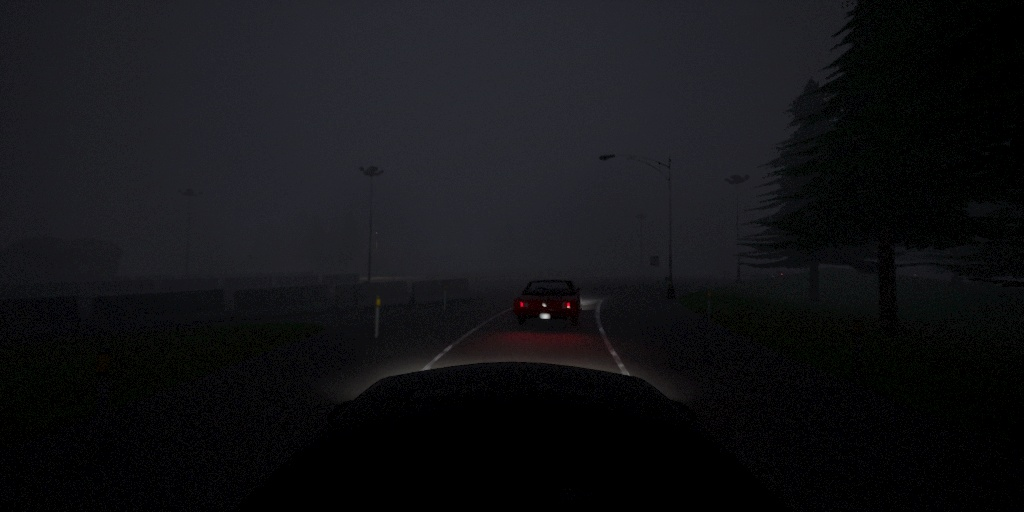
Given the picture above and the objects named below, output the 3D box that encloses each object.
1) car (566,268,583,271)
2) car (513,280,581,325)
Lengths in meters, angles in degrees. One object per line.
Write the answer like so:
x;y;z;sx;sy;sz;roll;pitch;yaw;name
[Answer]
11.045;2.859;63.569;4.902;1.511;2.128;1;-2;-39;car
1.388;1.454;12.293;1.895;1.301;4.718;-1;-1;12;car
